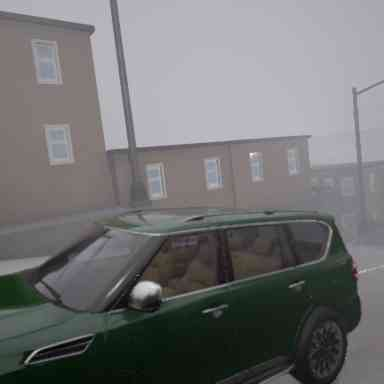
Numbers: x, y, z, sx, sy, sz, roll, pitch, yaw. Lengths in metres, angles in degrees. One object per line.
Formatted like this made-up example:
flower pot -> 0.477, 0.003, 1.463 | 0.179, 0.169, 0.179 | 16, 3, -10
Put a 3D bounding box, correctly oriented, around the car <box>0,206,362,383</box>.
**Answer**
car -> -0.302, 1.230, 3.818 | 5.566, 2.045, 2.150 | 0, 0, -35
